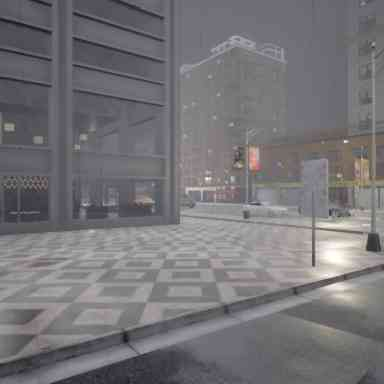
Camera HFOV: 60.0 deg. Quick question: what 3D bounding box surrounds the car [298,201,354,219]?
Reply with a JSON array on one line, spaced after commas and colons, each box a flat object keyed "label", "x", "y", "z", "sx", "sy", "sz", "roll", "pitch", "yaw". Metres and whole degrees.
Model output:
[{"label": "car", "x": 11.779, "y": 1.552, "z": 29.450, "sx": 2.128, "sy": 1.511, "sz": 4.902, "roll": 0, "pitch": 0, "yaw": -36}]

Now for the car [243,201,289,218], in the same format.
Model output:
[{"label": "car", "x": 6.738, "y": 1.602, "z": 30.884, "sx": 1.812, "sy": 1.442, "sz": 4.674, "roll": 0, "pitch": 0, "yaw": -36}]

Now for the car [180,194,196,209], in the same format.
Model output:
[{"label": "car", "x": -1.719, "y": 1.358, "z": 48.190, "sx": 2.150, "sy": 2.045, "sz": 5.566, "roll": 0, "pitch": 0, "yaw": -36}]
